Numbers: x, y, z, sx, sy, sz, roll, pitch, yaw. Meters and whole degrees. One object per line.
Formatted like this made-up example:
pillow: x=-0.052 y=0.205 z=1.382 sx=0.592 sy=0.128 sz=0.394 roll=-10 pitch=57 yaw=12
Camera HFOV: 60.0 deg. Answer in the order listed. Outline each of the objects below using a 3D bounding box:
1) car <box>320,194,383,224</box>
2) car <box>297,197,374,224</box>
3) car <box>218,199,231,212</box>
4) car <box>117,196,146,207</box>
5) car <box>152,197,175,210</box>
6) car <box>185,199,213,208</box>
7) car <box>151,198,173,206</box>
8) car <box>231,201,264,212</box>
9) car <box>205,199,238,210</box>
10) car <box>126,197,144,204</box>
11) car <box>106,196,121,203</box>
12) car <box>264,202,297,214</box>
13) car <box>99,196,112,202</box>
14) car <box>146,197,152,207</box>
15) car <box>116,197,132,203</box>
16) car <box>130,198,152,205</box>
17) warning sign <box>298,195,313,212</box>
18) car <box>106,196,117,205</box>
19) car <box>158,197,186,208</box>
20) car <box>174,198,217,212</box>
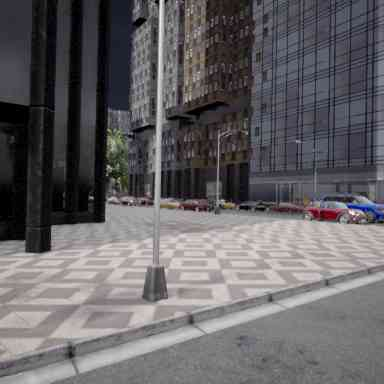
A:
car: x=11.982 y=1.223 z=24.843 sx=2.150 sy=2.045 sz=5.566 roll=2 pitch=-1 yaw=-34
car: x=9.906 y=1.372 z=23.215 sx=1.967 sy=1.590 sz=4.097 roll=2 pitch=-1 yaw=-36
car: x=1.725 y=1.561 z=39.298 sx=2.033 sy=1.411 sz=5.357 roll=2 pitch=-1 yaw=-35
car: x=-9.174 y=1.391 z=50.011 sx=1.967 sy=1.590 sz=4.097 roll=2 pitch=-1 yaw=-35
car: x=-2.711 y=1.471 z=40.930 sx=1.752 sy=1.417 sz=4.829 roll=2 pitch=-1 yaw=-35
car: x=0.952 y=1.725 z=50.476 sx=2.008 sy=1.369 sz=4.403 roll=2 pitch=-1 yaw=-35
car: x=-5.413 y=1.728 z=59.416 sx=2.008 sy=1.369 sz=4.403 roll=2 pitch=-1 yaw=-35
car: x=7.317 y=1.733 z=41.537 sx=1.947 sy=1.339 sz=4.313 roll=2 pitch=-1 yaw=-35
car: x=4.037 y=1.696 z=46.146 sx=1.752 sy=1.417 sz=4.829 roll=2 pitch=-1 yaw=-35
car: x=-11.778 y=1.743 z=68.355 sx=1.947 sy=1.339 sz=4.313 roll=2 pitch=-1 yaw=-35
car: x=-18.241 y=1.702 z=77.433 sx=1.752 sy=1.417 sz=4.829 roll=2 pitch=-1 yaw=-35
car: x=10.499 y=1.746 z=37.068 sx=1.802 sy=1.307 sz=4.206 roll=2 pitch=-1 yaw=-35
car: x=-21.326 y=1.758 z=81.763 sx=1.802 sy=1.307 sz=4.206 roll=2 pitch=-1 yaw=-35
car: x=-6.797 y=1.501 z=51.376 sx=1.882 sy=1.535 sz=5.008 roll=2 pitch=-1 yaw=-35
car: x=-14.961 y=1.743 z=72.824 sx=1.947 sy=1.339 sz=4.313 roll=2 pitch=-1 yaw=-35
car: x=-9.300 y=1.706 z=60.111 sx=1.895 sy=1.301 sz=4.718 roll=2 pitch=-1 yaw=-35
warning sign: x=12.857 y=1.340 z=37.752 sx=1.300 sy=1.860 sz=1.060 roll=2 pitch=-1 yaw=-35
car: x=-12.361 y=1.534 z=54.479 sx=1.802 sy=1.307 sz=4.206 roll=2 pitch=-1 yaw=-35
car: x=-3.212 y=1.595 z=51.639 sx=2.128 sy=1.511 sz=4.902 roll=2 pitch=-1 yaw=-35
car: x=0.373 y=1.487 z=36.598 sx=1.887 sy=1.381 sz=4.507 roll=2 pitch=-1 yaw=-35
